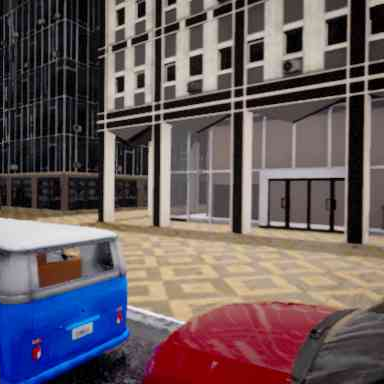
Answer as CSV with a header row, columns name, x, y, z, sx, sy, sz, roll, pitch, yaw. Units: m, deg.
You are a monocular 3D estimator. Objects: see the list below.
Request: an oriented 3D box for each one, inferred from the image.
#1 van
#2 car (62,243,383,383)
name,x,y,z,sx,sy,sz,roll,pitch,yaw
van,-2.740,1.318,4.819,3.998,1.788,1.690,0,1,36
car,1.886,1.319,1.516,5.009,1.841,2.192,0,1,36
